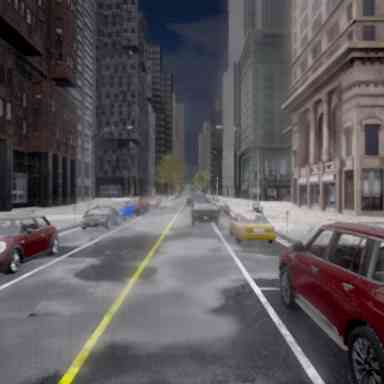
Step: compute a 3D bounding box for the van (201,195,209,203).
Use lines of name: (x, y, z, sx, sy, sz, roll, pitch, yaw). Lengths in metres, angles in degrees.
van: (2.742, 1.482, 71.149, 1.690, 1.788, 3.998, 0, 0, 0)

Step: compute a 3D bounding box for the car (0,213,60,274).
car: (-5.770, 1.460, 10.383, 1.967, 1.590, 4.097, 0, 0, 0)

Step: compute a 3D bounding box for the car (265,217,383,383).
car: (2.766, 1.324, 4.850, 2.192, 1.841, 5.009, 0, 0, 0)

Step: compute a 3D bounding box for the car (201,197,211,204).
car: (2.743, 1.673, 65.624, 1.887, 1.381, 4.507, 0, 0, 0)

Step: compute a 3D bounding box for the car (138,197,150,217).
car: (-5.786, 1.378, 32.485, 2.192, 1.841, 5.009, 0, 0, 0)

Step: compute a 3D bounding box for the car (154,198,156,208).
car: (-5.799, 1.620, 48.891, 1.752, 1.417, 4.829, 0, 0, 0)

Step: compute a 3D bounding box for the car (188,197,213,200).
car: (0.809, 1.544, 33.926, 1.882, 1.535, 5.008, 0, 0, -1)

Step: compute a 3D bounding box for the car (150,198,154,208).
car: (-5.791, 1.618, 38.010, 1.887, 1.381, 4.507, 0, 0, 0)

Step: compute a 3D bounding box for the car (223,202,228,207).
car: (2.755, 1.613, 32.474, 2.008, 1.369, 4.403, 0, 0, 0)

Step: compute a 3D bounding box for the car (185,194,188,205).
car: (-0.032, 1.622, 60.251, 1.837, 1.490, 4.892, 0, 0, 0)

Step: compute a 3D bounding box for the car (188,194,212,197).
car: (0.878, 1.302, 39.968, 2.150, 2.045, 5.566, 0, 0, 0)

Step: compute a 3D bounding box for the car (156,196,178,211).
car: (-3.109, 1.607, 41.871, 1.812, 1.442, 4.674, 0, 0, 0)

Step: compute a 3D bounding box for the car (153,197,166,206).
car: (-5.808, 1.662, 60.112, 1.887, 1.381, 4.507, 0, 0, 0)

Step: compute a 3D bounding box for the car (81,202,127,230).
car: (-5.779, 1.592, 21.434, 2.008, 1.369, 4.403, 0, 0, 0)

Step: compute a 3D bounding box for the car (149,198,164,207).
car: (-5.804, 1.651, 54.587, 1.887, 1.381, 4.507, 0, 0, 0)

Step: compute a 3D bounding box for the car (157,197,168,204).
car: (-5.812, 1.673, 65.637, 1.887, 1.381, 4.507, 0, 0, 0)

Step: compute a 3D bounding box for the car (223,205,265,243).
car: (2.761, 1.556, 16.069, 1.752, 1.417, 4.829, 0, 0, 0)

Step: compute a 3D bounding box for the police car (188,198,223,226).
police car: (0.886, 1.471, 24.047, 1.930, 1.638, 5.238, 0, 0, 0)

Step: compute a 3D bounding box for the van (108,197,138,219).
van: (-5.782, 1.393, 26.960, 1.690, 1.788, 3.998, 0, 0, 0)
